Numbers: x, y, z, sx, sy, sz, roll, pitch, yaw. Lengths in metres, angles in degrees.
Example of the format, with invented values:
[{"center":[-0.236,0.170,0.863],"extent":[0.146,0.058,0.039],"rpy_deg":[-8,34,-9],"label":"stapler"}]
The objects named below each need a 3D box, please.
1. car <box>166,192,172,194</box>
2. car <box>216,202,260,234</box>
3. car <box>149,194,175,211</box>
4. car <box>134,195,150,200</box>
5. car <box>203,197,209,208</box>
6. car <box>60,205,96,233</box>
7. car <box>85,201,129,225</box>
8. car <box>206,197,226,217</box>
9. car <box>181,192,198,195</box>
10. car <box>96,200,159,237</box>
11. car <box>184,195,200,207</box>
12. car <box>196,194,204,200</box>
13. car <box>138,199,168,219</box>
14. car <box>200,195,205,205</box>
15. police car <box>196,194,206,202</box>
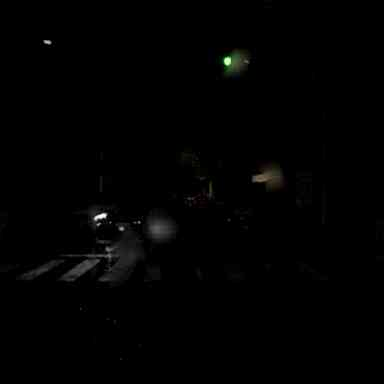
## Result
[{"center":[-6.312,1.245,81.424],"extent":[1.887,1.381,4.507],"rpy_deg":[0,0,0],"label":"car"},{"center":[2.655,1.505,18.613],"extent":[2.008,1.369,4.403],"rpy_deg":[0,0,0],"label":"car"},{"center":[-3.326,1.323,37.628],"extent":[1.882,1.535,5.008],"rpy_deg":[0,0,0],"label":"car"},{"center":[-6.008,1.388,38.119],"extent":[1.947,1.339,4.313],"rpy_deg":[0,0,0],"label":"car"},{"center":[2.540,1.452,34.946],"extent":[2.008,1.369,4.403],"rpy_deg":[0,0,0],"label":"car"},{"center":[-5.870,1.436,18.556],"extent":[2.008,1.369,4.403],"rpy_deg":[0,0,0],"label":"car"},{"center":[-5.905,1.419,23.548],"extent":[2.008,1.369,4.403],"rpy_deg":[0,0,0],"label":"car"},{"center":[2.578,1.463,29.501],"extent":[1.887,1.381,4.507],"rpy_deg":[0,0,0],"label":"car"},{"center":[-0.377,1.302,57.825],"extent":[2.128,1.511,4.902],"rpy_deg":[0,0,0],"label":"car"},{"center":[-3.199,1.402,17.539],"extent":[2.128,1.511,4.902],"rpy_deg":[0,0,0],"label":"car"},{"center":[-0.213,1.441,47.897],"extent":[1.895,1.301,4.718],"rpy_deg":[0,0,0],"label":"car"},{"center":[2.172,1.301,87.128],"extent":[1.887,1.381,4.507],"rpy_deg":[0,0,0],"label":"car"},{"center":[-3.268,1.478,27.447],"extent":[1.895,1.301,4.718],"rpy_deg":[0,0,0],"label":"car"},{"center":[2.470,1.422,44.817],"extent":[2.008,1.369,4.403],"rpy_deg":[0,0,0],"label":"car"},{"center":[1.880,1.214,72.796],"extent":[1.930,1.638,5.238],"rpy_deg":[0,0,0],"label":"police car"}]
